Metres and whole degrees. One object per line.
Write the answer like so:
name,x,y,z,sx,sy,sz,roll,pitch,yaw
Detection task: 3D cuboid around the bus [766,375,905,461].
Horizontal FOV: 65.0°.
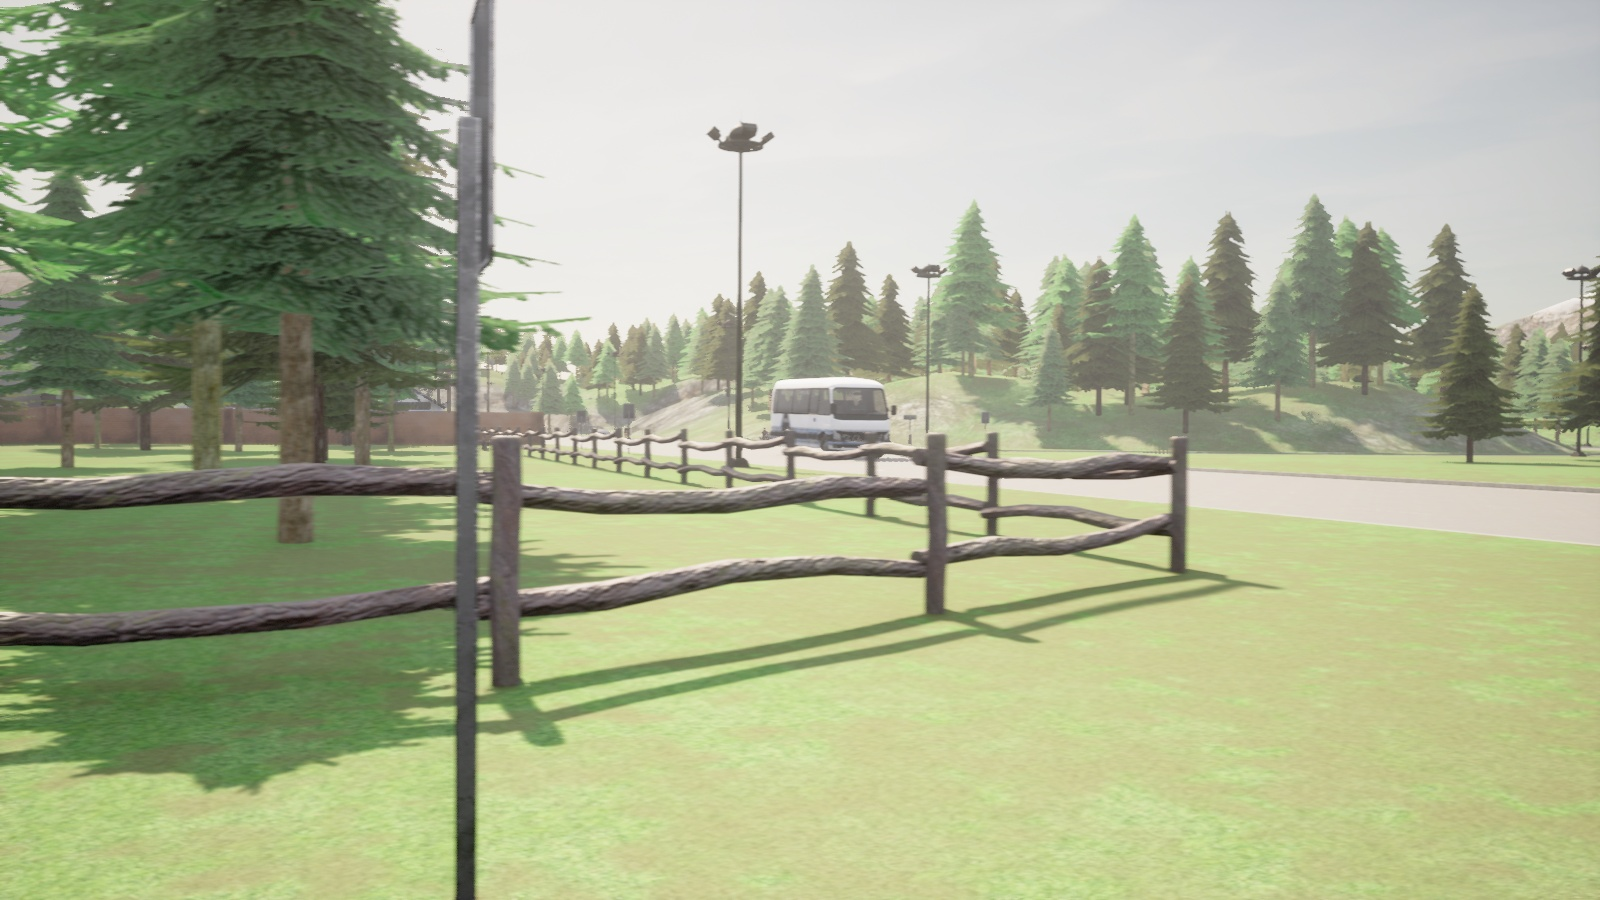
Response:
bus,1.677,-1.763,67.318,3.944,4.253,10.273,-1,2,-20
